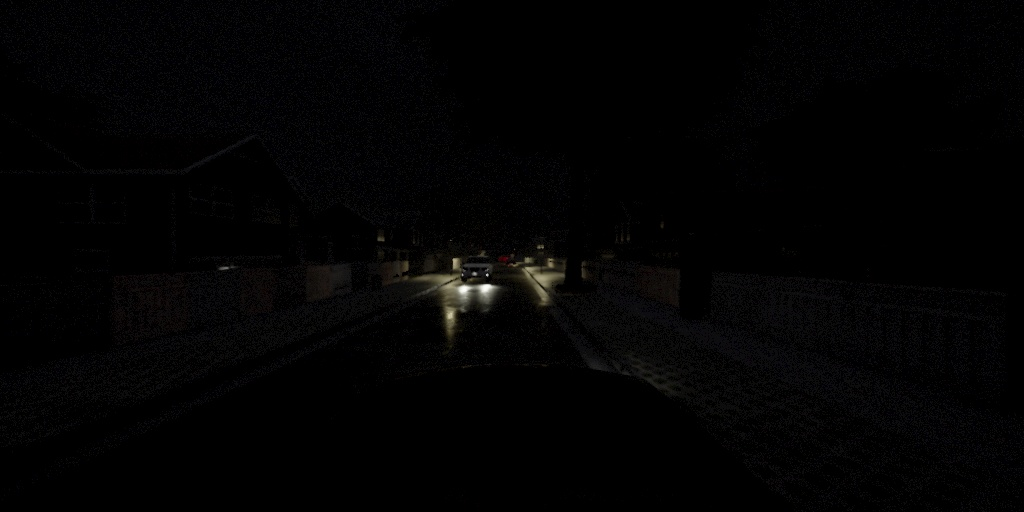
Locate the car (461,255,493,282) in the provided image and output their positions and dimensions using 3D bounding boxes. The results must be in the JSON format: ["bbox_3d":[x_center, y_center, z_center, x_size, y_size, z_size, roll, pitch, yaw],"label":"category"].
[{"bbox_3d":[-2.715,0.969,28.990,2.150,2.045,5.566,0,0,0],"label":"car"}]
